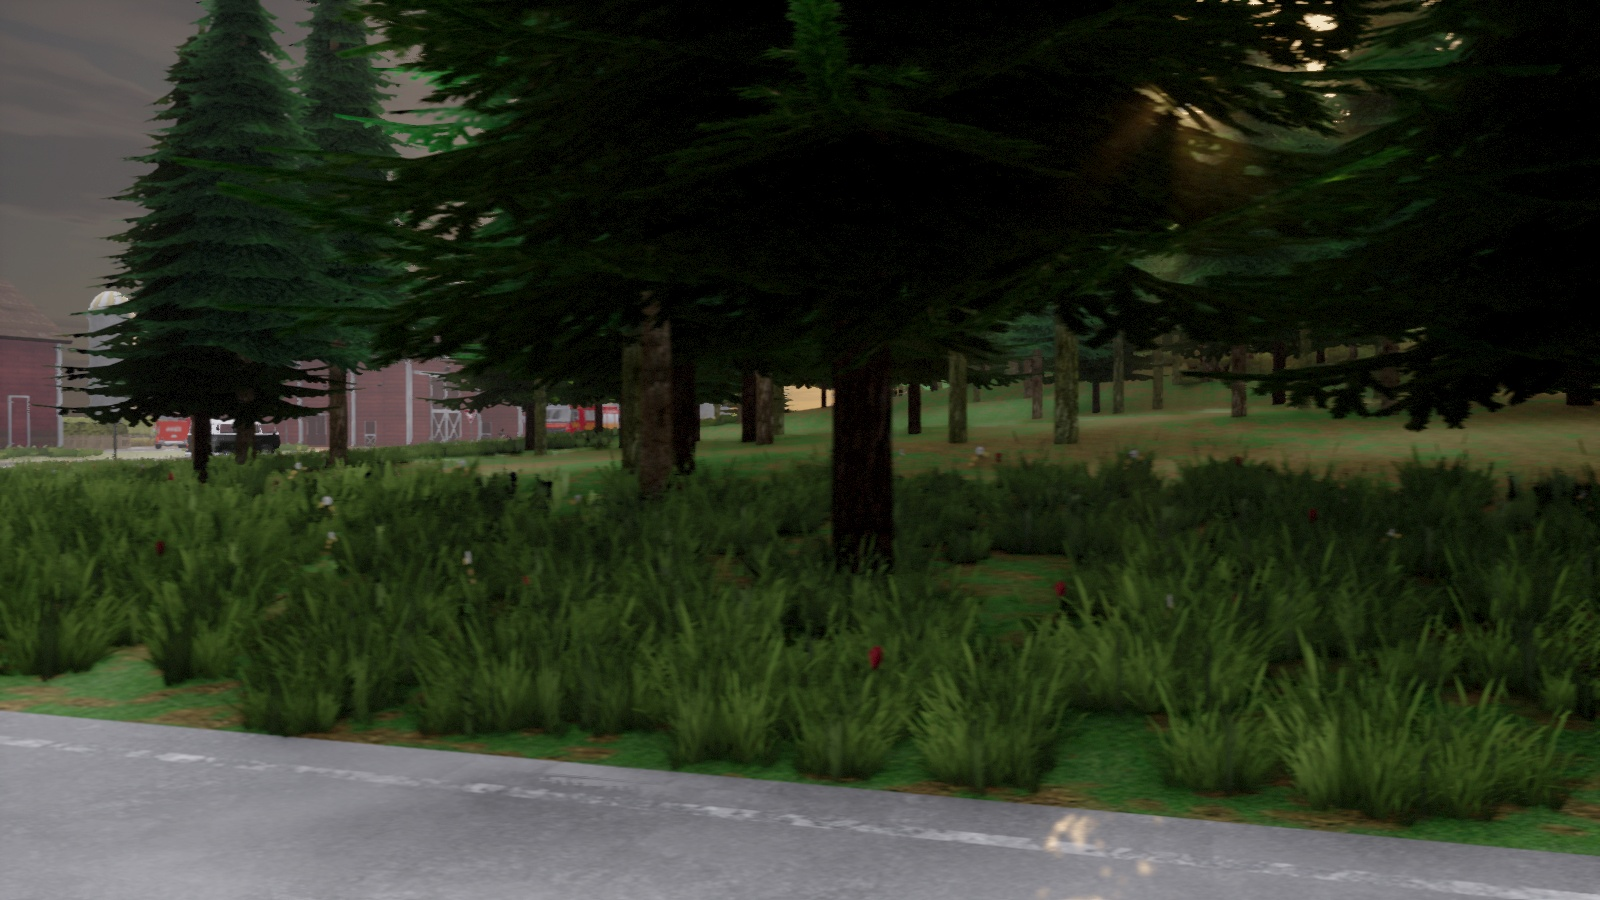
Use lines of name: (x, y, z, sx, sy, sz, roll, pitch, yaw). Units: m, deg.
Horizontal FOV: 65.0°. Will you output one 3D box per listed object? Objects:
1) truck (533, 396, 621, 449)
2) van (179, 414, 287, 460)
truck: (-16.984, -2.086, 96.415, 2.891, 3.827, 8.468, 1, 1, 19)
van: (-26.207, -0.621, 58.237, 2.069, 2.038, 4.480, 1, 1, 19)
